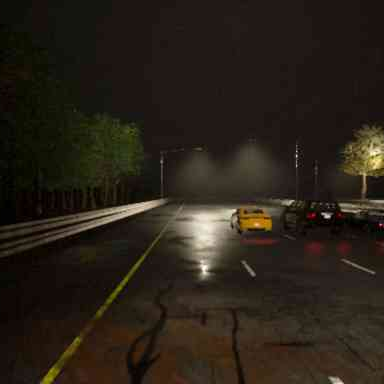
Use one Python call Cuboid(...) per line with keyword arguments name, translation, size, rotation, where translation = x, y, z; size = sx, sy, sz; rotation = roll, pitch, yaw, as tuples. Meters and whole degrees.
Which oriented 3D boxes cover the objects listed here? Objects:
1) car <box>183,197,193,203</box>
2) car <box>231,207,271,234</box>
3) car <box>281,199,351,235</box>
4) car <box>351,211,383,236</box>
Cuboid(name="car", translation=(-1.350, 2.071, 92.684), size=(2.097, 1.767, 4.553), rotation=(0, -1, 0))
Cuboid(name="car", translation=(3.572, 1.667, 20.813), size=(1.882, 1.535, 5.008), rotation=(0, 0, 0))
Cuboid(name="car", translation=(7.071, 1.405, 20.055), size=(2.150, 2.045, 5.566), rotation=(0, 0, 0))
Cuboid(name="car", translation=(10.572, 1.781, 19.771), size=(1.895, 1.301, 4.718), rotation=(0, 0, 0))
